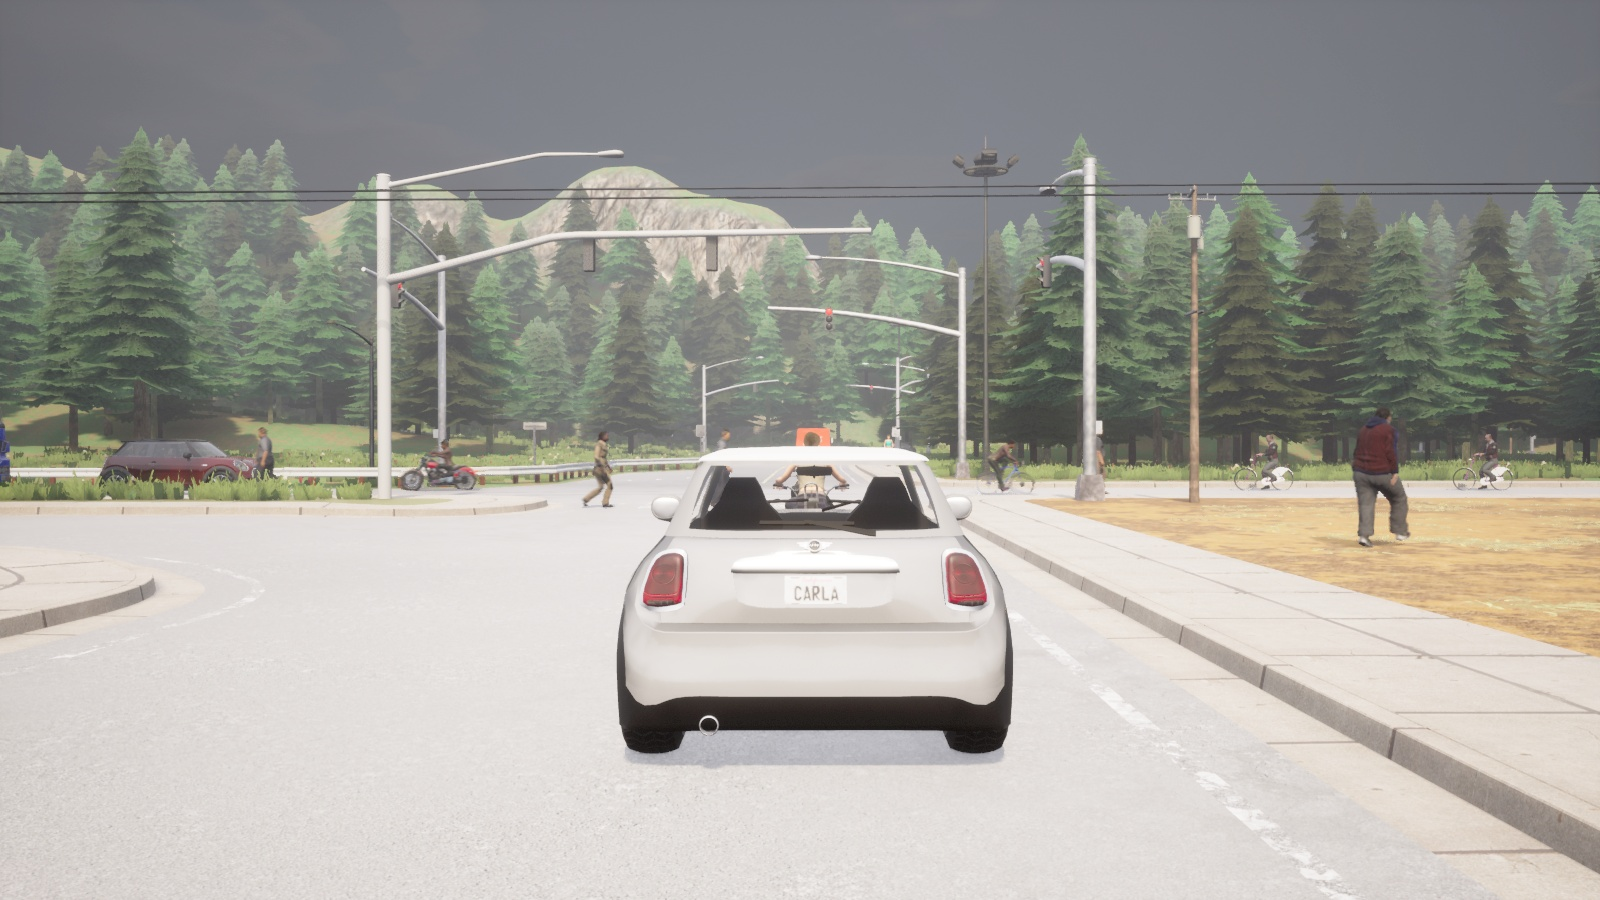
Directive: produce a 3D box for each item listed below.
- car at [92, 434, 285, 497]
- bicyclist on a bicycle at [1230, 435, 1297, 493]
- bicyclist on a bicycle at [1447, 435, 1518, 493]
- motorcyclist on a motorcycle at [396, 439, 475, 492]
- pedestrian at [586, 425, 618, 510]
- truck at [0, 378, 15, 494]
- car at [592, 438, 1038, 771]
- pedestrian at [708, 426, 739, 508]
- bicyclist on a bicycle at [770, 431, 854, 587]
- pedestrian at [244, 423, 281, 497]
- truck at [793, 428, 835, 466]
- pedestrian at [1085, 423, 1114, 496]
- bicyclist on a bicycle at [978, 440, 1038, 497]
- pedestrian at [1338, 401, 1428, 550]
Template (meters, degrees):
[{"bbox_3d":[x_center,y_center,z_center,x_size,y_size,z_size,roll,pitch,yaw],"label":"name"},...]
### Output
[{"bbox_3d":[-17.662,0.430,36.426,4.553,1.767,2.097,0,0,1],"label":"car"},{"bbox_3d":[14.425,0.424,39.100,1.843,1.776,0.659,0,0,1],"label":"bicyclist on a bicycle"},{"bbox_3d":[21.146,0.425,38.926,1.843,1.776,0.659,0,0,1],"label":"bicyclist on a bicycle"},{"bbox_3d":[-11.588,0.500,39.959,2.350,1.649,0.766,0,-1,-12],"label":"motorcyclist on a motorcycle"},{"bbox_3d":[-4.514,0.389,28.668,0.692,1.930,0.396,0,0,-3],"label":"pedestrian"},{"bbox_3d":[-27.785,-0.411,36.683,7.936,3.462,2.891,0,0,1],"label":"truck"},{"bbox_3d":[0.070,0.672,7.459,1.970,1.475,3.806,0,0,0],"label":"car"},{"bbox_3d":[-1.757,0.388,28.795,0.694,1.848,0.540,0,0,-2],"label":"pedestrian"},{"bbox_3d":[0.123,0.607,13.751,0.866,1.612,1.509,0,0,0],"label":"bicyclist on a bicycle"},{"bbox_3d":[-13.710,0.251,32.027,0.694,1.848,0.540,0,0,0],"label":"pedestrian"},{"bbox_3d":[0.965,-0.210,83.654,2.627,2.467,5.204,0,0,2],"label":"truck"},{"bbox_3d":[7.649,0.240,32.064,0.694,1.848,0.540,0,0,14],"label":"pedestrian"},{"bbox_3d":[5.967,0.523,36.062,1.656,1.620,0.582,1,0,8],"label":"bicyclist on a bicycle"},{"bbox_3d":[7.444,0.308,16.032,0.899,1.844,0.634,0,0,-31],"label":"pedestrian"}]
